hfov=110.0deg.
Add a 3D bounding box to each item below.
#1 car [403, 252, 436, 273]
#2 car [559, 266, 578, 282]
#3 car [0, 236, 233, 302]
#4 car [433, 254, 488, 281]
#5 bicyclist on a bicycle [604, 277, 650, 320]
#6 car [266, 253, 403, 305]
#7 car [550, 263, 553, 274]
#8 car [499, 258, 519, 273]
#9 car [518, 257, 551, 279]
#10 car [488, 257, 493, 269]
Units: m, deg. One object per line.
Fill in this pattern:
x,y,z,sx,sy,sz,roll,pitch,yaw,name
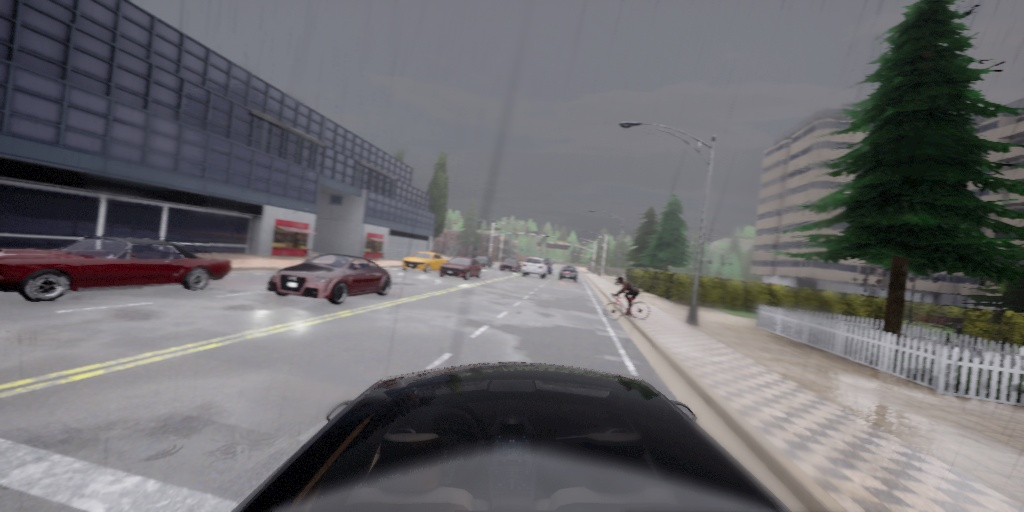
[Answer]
-6.555,0.417,27.298,1.882,1.535,5.008,7,0,10,car
6.085,1.902,38.618,2.128,1.511,4.902,7,0,10,car
-9.703,0.198,8.710,1.895,1.301,4.718,7,0,9,car
-3.432,0.788,24.925,1.882,1.535,5.008,7,0,10,car
4.245,1.591,13.357,1.656,1.620,0.582,-3,-2,10,bicyclist on a bicycle
-5.667,0.631,11.760,1.994,1.385,4.181,7,0,10,car
4.383,1.417,49.472,2.150,2.045,5.566,7,0,10,car
-0.144,1.062,43.757,2.097,1.767,4.553,7,0,10,car
2.443,1.203,37.781,2.150,2.045,5.566,7,0,10,car
-3.588,0.764,44.313,1.837,1.490,4.892,7,0,10,car
